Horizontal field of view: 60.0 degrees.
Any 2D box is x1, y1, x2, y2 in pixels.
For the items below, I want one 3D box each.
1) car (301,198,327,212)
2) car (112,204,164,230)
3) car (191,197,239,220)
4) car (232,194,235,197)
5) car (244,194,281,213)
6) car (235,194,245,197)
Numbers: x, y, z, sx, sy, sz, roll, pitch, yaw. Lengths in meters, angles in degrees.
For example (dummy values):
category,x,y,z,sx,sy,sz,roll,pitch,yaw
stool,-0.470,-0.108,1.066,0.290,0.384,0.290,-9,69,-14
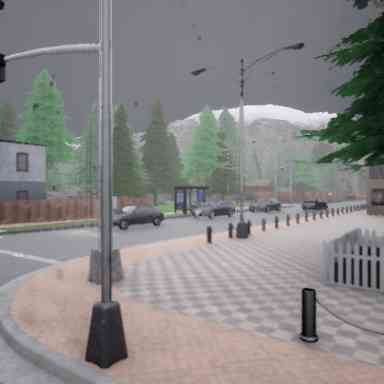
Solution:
category,x,y,z,sx,sy,sz,roll,pitch,yaw
car,14.450,1.493,39.179,2.128,1.511,4.902,0,0,37
car,-3.728,1.533,21.314,1.812,1.442,4.674,0,0,37
car,1.896,1.499,28.750,2.128,1.511,4.902,0,0,37
car,10.296,1.203,79.399,1.905,1.878,3.866,0,0,36
car,8.103,1.359,36.888,2.097,1.767,4.553,0,0,38
car,12.561,1.197,78.240,1.932,1.855,4.605,0,0,36
